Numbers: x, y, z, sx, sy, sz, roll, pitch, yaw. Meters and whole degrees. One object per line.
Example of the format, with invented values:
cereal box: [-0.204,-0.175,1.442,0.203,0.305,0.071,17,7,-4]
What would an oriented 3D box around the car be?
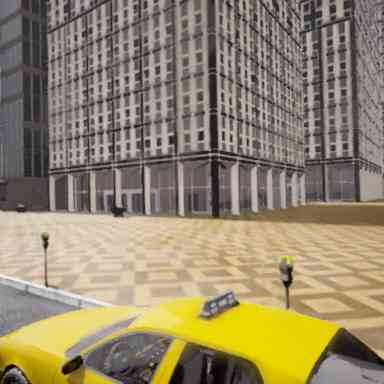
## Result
car: [0.005,1.542,2.884,4.829,1.417,1.752,-1,-1,35]
